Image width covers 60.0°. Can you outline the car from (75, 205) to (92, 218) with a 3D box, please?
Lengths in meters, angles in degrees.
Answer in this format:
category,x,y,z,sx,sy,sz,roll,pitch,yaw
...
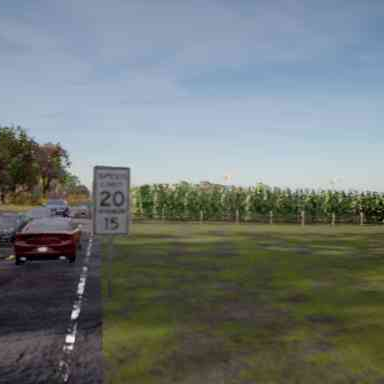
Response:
category,x,y,z,sx,sy,sz,roll,pitch,yaw
car,-12.702,2.245,39.048,2.033,1.411,5.357,1,-1,-15

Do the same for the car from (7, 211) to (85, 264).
category,x,y,z,sx,sy,sz,roll,pitch,yaw
car,-5.356,1.696,12.835,1.882,1.535,5.008,1,-1,-16

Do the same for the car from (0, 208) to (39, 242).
category,x,y,z,sx,sy,sz,roll,pitch,yaw
car,-9.605,1.752,17.105,2.128,1.511,4.902,1,-1,-16

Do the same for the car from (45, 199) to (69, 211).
category,x,y,z,sx,sy,sz,roll,pitch,yaw
car,-15.222,1.857,37.524,2.150,2.045,5.566,1,-1,-15

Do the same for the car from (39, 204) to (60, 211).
category,x,y,z,sx,sy,sz,roll,pitch,yaw
car,-12.434,1.994,27.293,2.033,1.411,5.357,1,-1,-15
